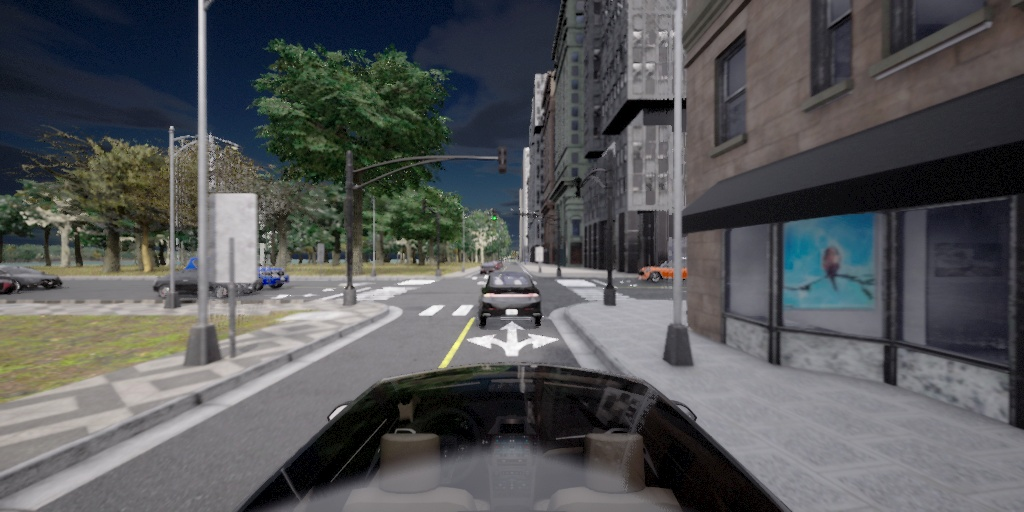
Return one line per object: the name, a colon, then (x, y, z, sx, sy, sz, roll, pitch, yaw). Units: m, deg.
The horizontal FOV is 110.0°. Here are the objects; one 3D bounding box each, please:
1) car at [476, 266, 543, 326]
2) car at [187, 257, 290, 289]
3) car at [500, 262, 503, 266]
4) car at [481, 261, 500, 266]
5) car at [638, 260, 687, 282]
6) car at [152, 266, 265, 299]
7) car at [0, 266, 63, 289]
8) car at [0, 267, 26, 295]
car: (-0.139, 1.269, 11.856, 2.128, 1.511, 4.902, 0, 0, -3)
car: (-16.769, 1.063, 21.903, 5.566, 2.045, 2.150, 0, 0, 0)
car: (-2.770, 1.483, 53.629, 1.812, 1.442, 4.674, 0, 0, 0)
car: (-2.842, 1.452, 42.630, 2.033, 1.411, 5.357, 0, 0, -3)
car: (12.468, 1.136, 28.611, 4.553, 1.767, 2.097, 0, 0, 1)
car: (-15.891, 1.384, 18.627, 4.674, 1.442, 1.812, 0, 0, 1)
car: (-30.619, 1.357, 21.896, 4.892, 1.490, 1.837, 1, 0, 0)
car: (-28.868, 1.434, 18.646, 4.181, 1.385, 1.994, 0, 0, 0)
